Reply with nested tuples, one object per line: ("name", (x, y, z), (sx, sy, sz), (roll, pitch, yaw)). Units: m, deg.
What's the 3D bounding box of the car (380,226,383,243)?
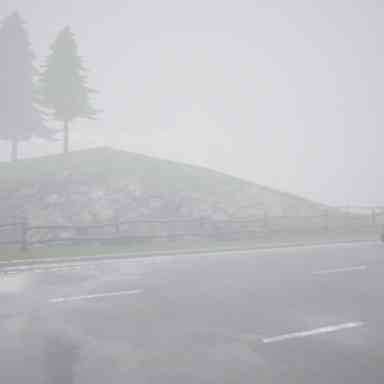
("car", (10.475, 1.714, 14.434), (4.892, 1.490, 1.837), (0, -1, -21))
